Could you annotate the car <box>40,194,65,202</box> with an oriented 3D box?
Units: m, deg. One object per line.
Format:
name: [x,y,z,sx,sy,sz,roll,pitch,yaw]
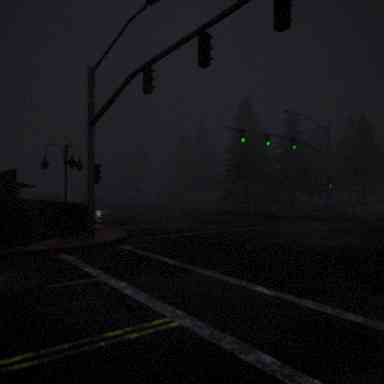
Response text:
car: [-16.979,1.229,40.648,2.150,2.045,5.566,0,0,-37]

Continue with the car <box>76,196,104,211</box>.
car: [-13.005,1.536,41.196,1.812,1.442,4.674,0,0,-37]
